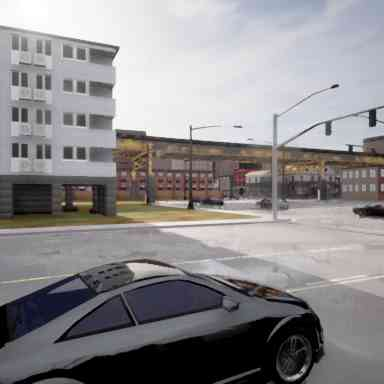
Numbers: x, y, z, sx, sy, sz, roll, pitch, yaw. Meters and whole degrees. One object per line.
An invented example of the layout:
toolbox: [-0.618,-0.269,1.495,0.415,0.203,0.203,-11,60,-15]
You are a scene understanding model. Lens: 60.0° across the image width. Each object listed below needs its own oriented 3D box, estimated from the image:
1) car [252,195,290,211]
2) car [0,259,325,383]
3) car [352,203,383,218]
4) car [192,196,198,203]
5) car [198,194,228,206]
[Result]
car: [9.677,1.505,40.159,1.837,1.490,4.892,0,0,-25]
car: [-0.379,1.564,4.054,4.181,1.385,1.994,0,0,-30]
car: [16.010,1.600,27.665,1.895,1.301,4.718,0,0,-29]
car: [0.737,1.547,64.835,2.033,1.411,5.357,0,0,1]
car: [3.331,1.547,53.802,2.033,1.411,5.357,0,0,-23]
